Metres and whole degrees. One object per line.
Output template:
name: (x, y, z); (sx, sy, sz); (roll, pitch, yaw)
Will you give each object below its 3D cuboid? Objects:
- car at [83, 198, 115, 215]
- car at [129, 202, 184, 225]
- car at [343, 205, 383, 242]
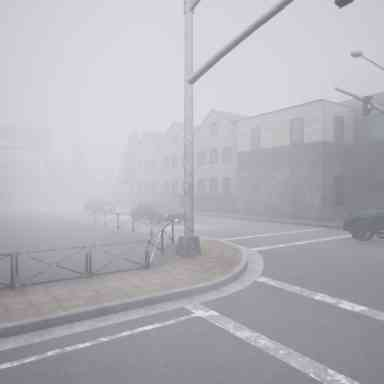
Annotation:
car: (-8.989, 1.315, 32.071); (2.128, 1.511, 4.902); (0, 0, -35)
car: (-2.507, 1.371, 22.909); (2.033, 1.411, 5.357); (0, 0, -35)
car: (8.966, 1.090, 13.130); (2.150, 2.045, 5.566); (0, 1, -35)
